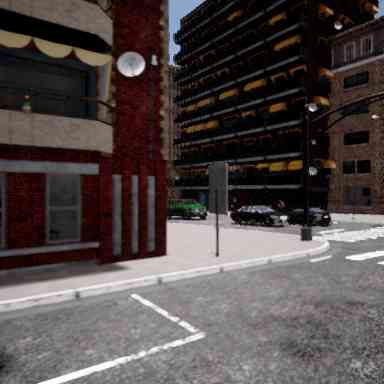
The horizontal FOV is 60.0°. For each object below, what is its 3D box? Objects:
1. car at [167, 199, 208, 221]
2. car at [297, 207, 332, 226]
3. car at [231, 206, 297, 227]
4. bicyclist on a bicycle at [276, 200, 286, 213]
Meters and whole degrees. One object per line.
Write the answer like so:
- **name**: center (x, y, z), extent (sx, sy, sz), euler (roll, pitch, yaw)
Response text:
- **car**: center (-0.699, 1.707, 33.517), extent (2.150, 2.045, 5.566), euler (0, -1, -36)
- **car**: center (8.661, 1.831, 25.969), extent (1.994, 1.385, 4.181), euler (0, -1, -35)
- **car**: center (5.102, 1.798, 25.531), extent (2.128, 1.511, 4.902), euler (0, -1, -36)
- **bicyclist on a bicycle**: center (9.271, 1.677, 34.640), extent (1.656, 1.620, 0.582), euler (-1, -1, -36)
